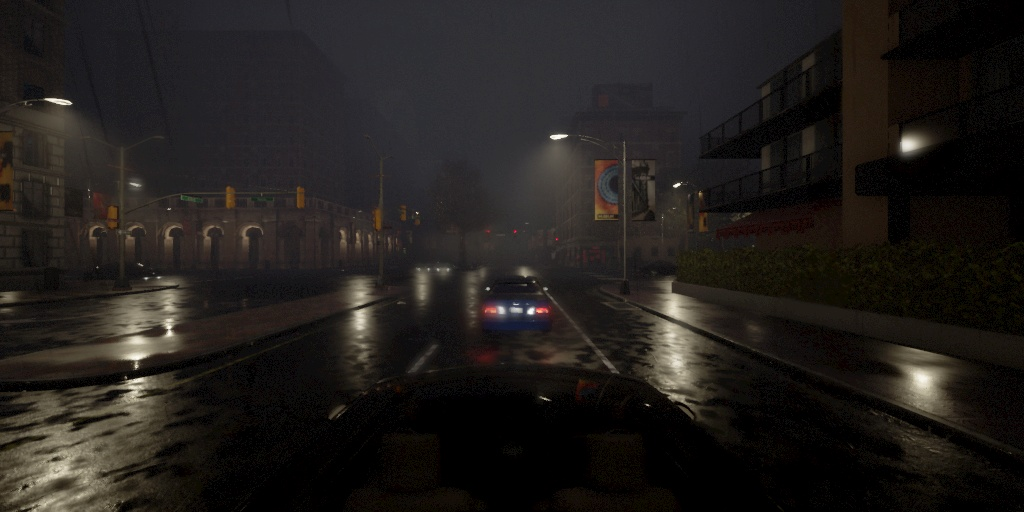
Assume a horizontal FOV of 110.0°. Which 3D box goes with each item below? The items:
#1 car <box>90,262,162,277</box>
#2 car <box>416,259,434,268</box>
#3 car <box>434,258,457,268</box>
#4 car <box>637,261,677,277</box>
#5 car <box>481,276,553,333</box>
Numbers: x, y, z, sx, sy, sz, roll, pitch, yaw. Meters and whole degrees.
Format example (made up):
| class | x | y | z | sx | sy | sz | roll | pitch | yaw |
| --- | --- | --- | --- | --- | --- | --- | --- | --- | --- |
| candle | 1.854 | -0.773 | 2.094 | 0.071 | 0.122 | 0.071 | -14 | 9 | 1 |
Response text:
| class | x | y | z | sx | sy | sz | roll | pitch | yaw |
| --- | --- | --- | --- | --- | --- | --- | --- | --- | --- |
| car | -37.192 | 1.297 | 34.567 | 5.357 | 1.411 | 2.033 | 0 | 0 | 0 |
| car | -14.529 | 1.228 | 61.766 | 1.882 | 1.535 | 5.008 | 0 | 0 | 1 |
| car | -11.062 | 1.102 | 59.697 | 2.097 | 1.767 | 4.553 | 0 | 0 | 1 |
| car | 14.629 | 1.227 | 34.383 | 5.008 | 1.535 | 1.882 | 0 | 0 | 0 |
| car | 0.144 | 1.297 | 10.749 | 2.033 | 1.411 | 5.357 | 0 | 0 | 1 |
